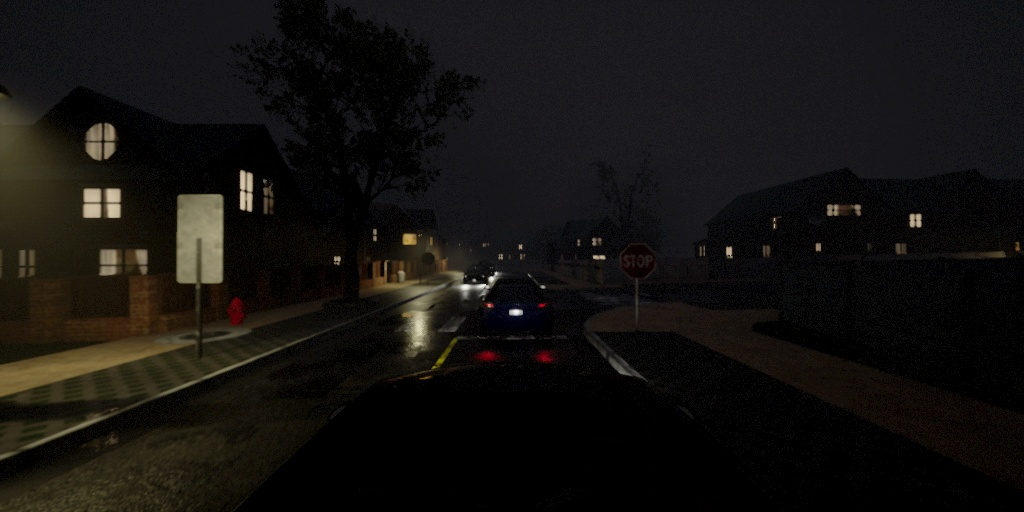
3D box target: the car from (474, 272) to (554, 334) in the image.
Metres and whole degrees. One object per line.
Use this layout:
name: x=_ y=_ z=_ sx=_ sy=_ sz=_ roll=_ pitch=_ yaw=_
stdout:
car: x=0.102 y=1.359 z=10.800 sx=1.994 sy=1.385 sz=4.181 roll=0 pitch=0 yaw=0

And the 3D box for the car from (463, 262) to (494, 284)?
car: x=-2.830 y=1.426 z=29.100 sx=2.033 sy=1.411 sz=5.357 roll=0 pitch=0 yaw=-1

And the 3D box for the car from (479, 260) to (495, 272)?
car: x=-2.918 y=1.275 z=38.731 sx=2.097 sy=1.767 sz=4.553 roll=0 pitch=0 yaw=-1
